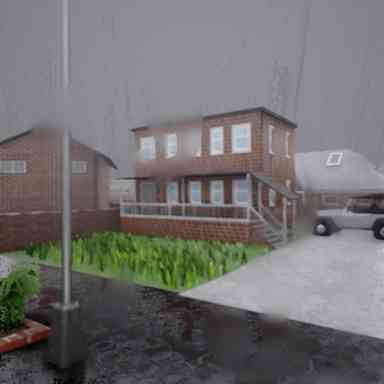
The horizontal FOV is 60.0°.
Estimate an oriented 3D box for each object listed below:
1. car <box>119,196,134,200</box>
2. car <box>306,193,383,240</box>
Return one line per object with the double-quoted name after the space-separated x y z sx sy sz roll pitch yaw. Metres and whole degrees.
-8.582 1.579 54.208 2.150 2.045 5.566 -1 0 35 "car"
6.904 0.994 13.726 3.866 1.878 1.905 -1 0 35 "car"
